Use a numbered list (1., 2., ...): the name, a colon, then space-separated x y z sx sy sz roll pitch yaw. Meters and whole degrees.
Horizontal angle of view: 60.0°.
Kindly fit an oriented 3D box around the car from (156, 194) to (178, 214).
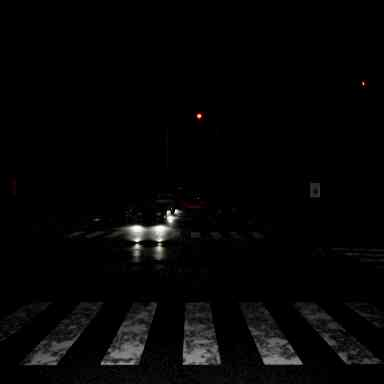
1. car: -2.946 1.243 35.664 2.150 2.045 5.566 0 0 0

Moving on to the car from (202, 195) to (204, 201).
1. car: 2.989 1.481 52.449 1.967 1.590 4.097 0 0 0

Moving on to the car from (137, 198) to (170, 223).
1. car: -2.992 1.489 25.598 1.882 1.535 5.008 0 0 0

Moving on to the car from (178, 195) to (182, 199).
1. car: -2.891 1.525 46.108 2.128 1.511 4.902 0 0 0

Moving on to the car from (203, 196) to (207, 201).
1. car: 2.965 1.585 46.993 2.008 1.369 4.403 0 0 0

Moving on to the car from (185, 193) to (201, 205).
1. car: 0.357 1.270 59.370 2.150 2.045 5.566 0 0 0

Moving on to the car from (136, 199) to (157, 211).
1. car: -5.584 1.579 41.566 2.008 1.369 4.403 0 0 0

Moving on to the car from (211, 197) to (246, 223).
1. car: 2.869 1.326 25.168 2.192 1.841 5.009 0 0 0

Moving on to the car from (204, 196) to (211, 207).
1. car: 2.941 1.579 41.536 2.008 1.369 4.403 0 0 0

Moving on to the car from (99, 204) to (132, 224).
1. car: -5.656 1.576 25.196 1.947 1.339 4.313 0 0 0

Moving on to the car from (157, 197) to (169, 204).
1. car: -5.488 1.635 63.394 1.802 1.307 4.206 0 0 0

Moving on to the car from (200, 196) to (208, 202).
1. car: 2.684 1.573 75.824 1.837 1.490 4.892 0 0 0

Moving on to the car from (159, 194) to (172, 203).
1. car: -5.464 1.374 68.852 2.192 1.841 5.009 0 0 0

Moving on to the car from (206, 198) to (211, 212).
1. car: 2.917 1.588 36.080 1.947 1.339 4.313 0 0 0

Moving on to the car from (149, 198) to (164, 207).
1. car: -5.536 1.622 52.480 1.802 1.307 4.206 0 0 0
